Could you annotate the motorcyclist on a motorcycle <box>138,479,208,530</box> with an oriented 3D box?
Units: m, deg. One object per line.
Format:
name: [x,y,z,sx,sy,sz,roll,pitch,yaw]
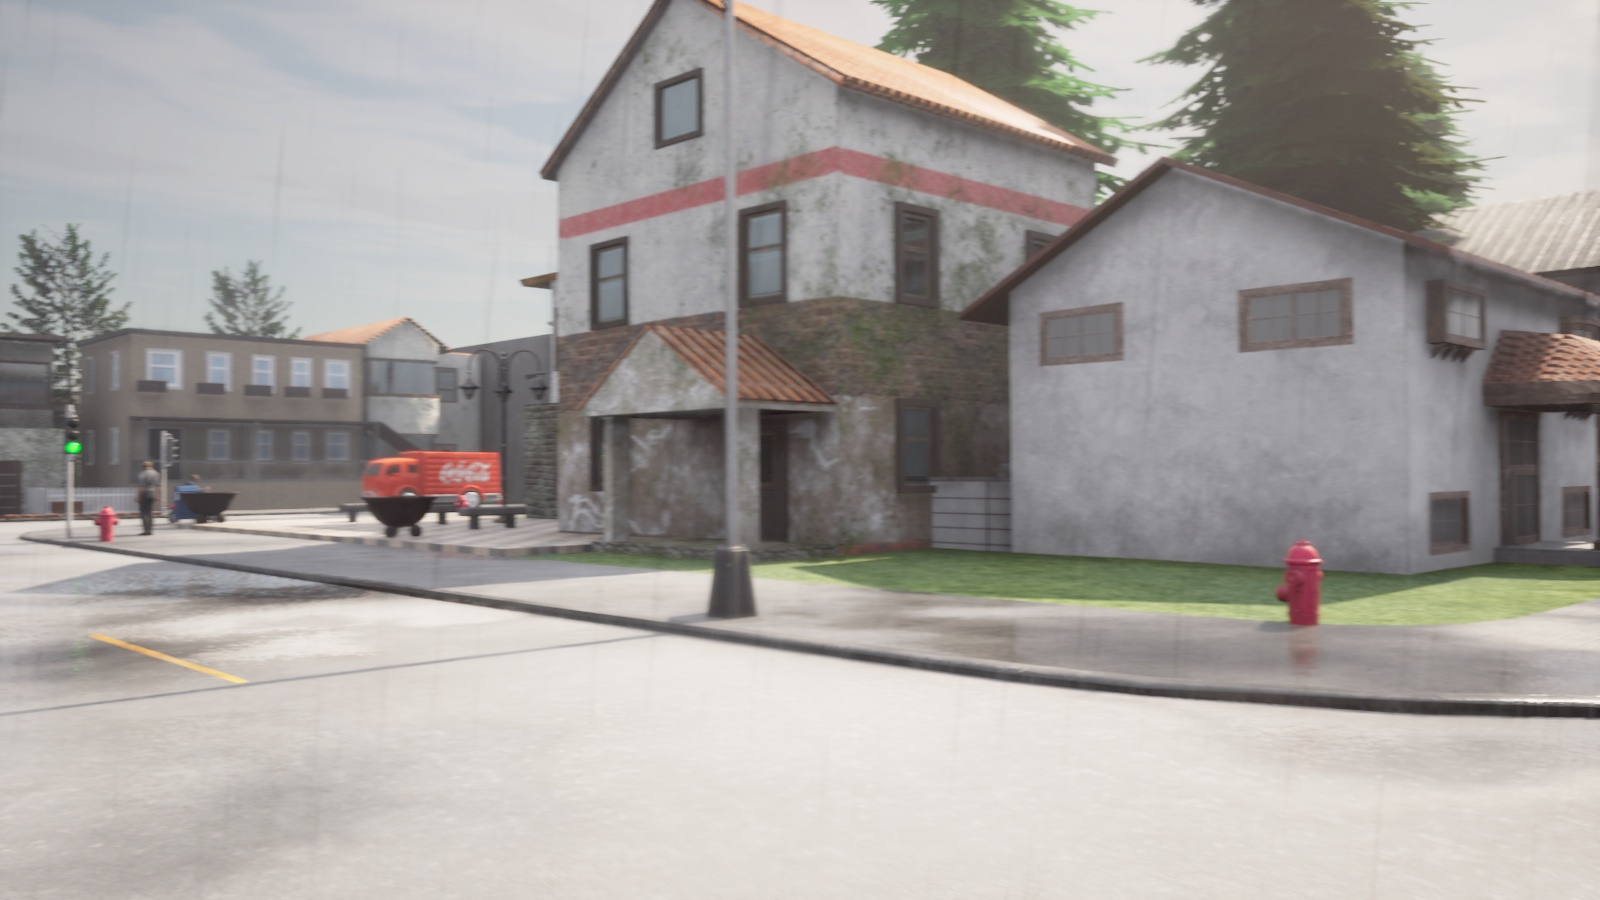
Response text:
motorcyclist on a motorcycle: [-20.281,1.756,40.646,0.866,1.590,1.817,-1,-1,43]

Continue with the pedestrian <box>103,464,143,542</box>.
pedestrian: [-16.272,1.270,30.172,0.694,1.848,0.540,-1,-1,27]

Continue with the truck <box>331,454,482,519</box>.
truck: [-15.864,1.437,50.844,2.627,2.467,5.204,-2,-1,45]
